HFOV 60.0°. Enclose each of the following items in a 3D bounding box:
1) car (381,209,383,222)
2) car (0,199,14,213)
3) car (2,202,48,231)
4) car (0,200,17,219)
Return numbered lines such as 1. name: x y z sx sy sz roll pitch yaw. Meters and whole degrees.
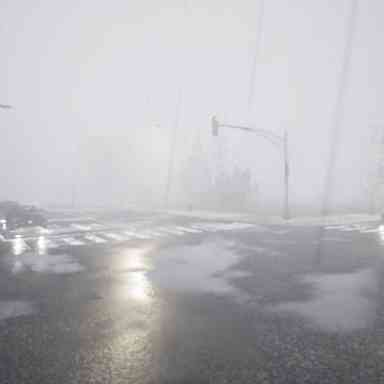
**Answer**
1. car: 14.541 1.180 22.057 4.553 1.767 2.097 0 0 -35
2. car: -21.315 1.555 37.484 1.895 1.301 4.718 -1 1 -33
3. car: -10.339 1.537 20.690 1.994 1.385 4.181 -1 1 -33
4. car: -15.784 1.528 28.996 1.994 1.385 4.181 -1 1 -35
